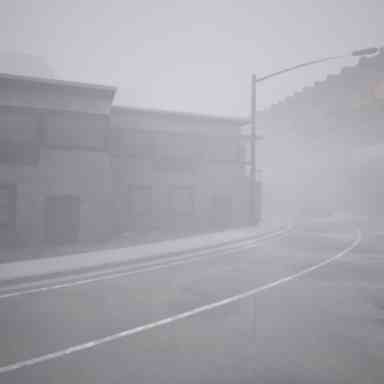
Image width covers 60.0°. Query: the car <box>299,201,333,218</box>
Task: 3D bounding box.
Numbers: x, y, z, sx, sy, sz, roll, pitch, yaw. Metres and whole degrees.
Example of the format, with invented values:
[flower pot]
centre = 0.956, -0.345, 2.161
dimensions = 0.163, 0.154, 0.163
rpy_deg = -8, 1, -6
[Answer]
[car]
centre = 15.225, 2.116, 41.265
dimensions = 2.150, 2.045, 5.566
rpy_deg = 1, -2, -5
